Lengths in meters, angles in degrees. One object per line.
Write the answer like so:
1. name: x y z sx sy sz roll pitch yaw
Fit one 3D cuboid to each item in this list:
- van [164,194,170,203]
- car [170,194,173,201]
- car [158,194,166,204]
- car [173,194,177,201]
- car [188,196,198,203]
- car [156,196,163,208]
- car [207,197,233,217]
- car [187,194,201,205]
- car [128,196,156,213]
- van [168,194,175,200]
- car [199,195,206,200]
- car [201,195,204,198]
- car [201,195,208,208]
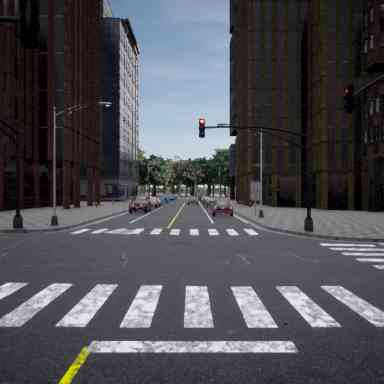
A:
1. van: -5.713 1.359 64.345 1.690 1.788 3.998 0 0 0
2. car: -5.709 1.571 69.783 2.008 1.369 4.403 0 0 0
3. car: -5.722 1.537 53.300 1.752 1.417 4.829 0 0 0
4. car: -5.696 1.597 86.095 1.947 1.339 4.313 0 0 0
5. car: 0.155 1.584 69.774 1.994 1.385 4.181 0 0 0
6. car: -5.726 1.592 48.032 1.802 1.307 4.206 0 0 0
7. car: 2.787 1.444 31.713 1.967 1.590 4.097 0 0 0
8. car: 0.141 1.562 58.741 2.033 1.411 5.357 0 0 0
9. car: -5.734 1.321 37.157 2.192 1.841 5.009 0 0 0
10. van: -5.693 1.377 91.533 1.690 1.788 3.998 0 0 0
11. car: 2.833 1.561 91.696 1.752 1.417 4.829 0 0 0
12. car: 2.804 1.557 53.463 1.887 1.381 4.507 0 0 0
13. car: 2.799 1.561 48.025 2.008 1.369 4.403 0 0 0
